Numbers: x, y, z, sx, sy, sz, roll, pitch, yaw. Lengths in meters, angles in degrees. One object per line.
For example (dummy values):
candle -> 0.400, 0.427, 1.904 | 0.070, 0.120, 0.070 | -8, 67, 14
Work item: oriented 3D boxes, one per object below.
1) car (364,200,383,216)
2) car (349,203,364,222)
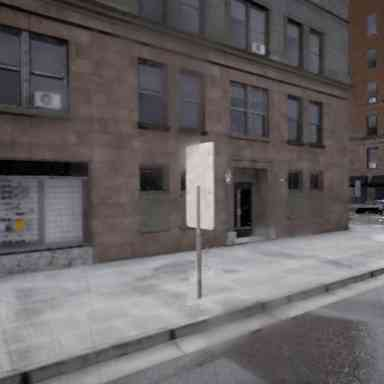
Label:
car -> 15.797, 1.362, 28.697 | 1.947, 1.339, 4.313 | -1, 0, -35
car -> 9.350, 1.412, 23.914 | 1.752, 1.417, 4.829 | -1, 0, -35
